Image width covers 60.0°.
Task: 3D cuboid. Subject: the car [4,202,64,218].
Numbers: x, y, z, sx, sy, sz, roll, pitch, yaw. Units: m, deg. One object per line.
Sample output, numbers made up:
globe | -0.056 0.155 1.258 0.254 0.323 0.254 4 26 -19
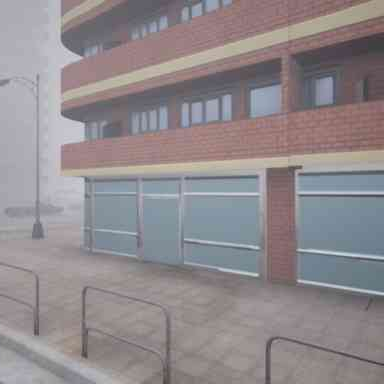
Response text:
car | -14.169 1.583 29.949 1.895 1.301 4.718 0 0 36

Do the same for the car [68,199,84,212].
car | -12.020 1.488 38.786 1.837 1.490 4.892 0 -1 36
